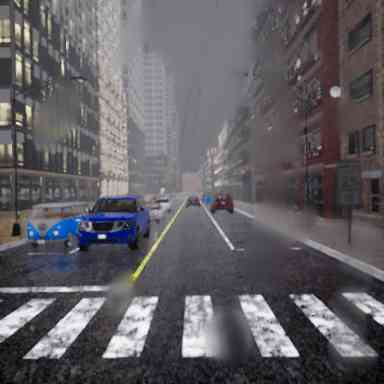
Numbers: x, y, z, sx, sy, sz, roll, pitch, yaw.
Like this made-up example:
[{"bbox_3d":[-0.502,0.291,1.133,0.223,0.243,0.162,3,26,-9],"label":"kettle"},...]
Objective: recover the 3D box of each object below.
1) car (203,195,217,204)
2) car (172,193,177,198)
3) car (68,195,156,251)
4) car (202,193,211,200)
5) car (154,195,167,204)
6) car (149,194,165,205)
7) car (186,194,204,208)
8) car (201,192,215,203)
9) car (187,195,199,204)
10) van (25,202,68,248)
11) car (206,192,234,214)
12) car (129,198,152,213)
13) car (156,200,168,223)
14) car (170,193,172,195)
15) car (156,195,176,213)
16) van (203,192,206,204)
[{"bbox_3d":[2.794,1.148,53.450,2.008,1.369,4.403,-1,0,0],"label":"car"},{"bbox_3d":[-5.493,1.136,92.326,1.802,1.307,4.206,-1,0,0],"label":"car"},{"bbox_3d":[-3.101,1.171,14.278,2.150,2.045,5.566,-1,0,0],"label":"car"},{"bbox_3d":[3.153,1.001,74.165,1.812,1.442,4.674,-1,0,0],"label":"car"},{"bbox_3d":[-5.573,1.264,58.851,1.752,1.417,4.829,-1,0,0],"label":"car"},{"bbox_3d":[-5.588,1.209,53.469,1.967,1.590,4.097,-1,0,0],"label":"car"},{"bbox_3d":[0.180,1.257,43.219,2.033,1.411,5.357,-1,0,0],"label":"car"},{"bbox_3d":[2.801,0.881,59.000,2.192,1.841,5.009,-1,0,0],"label":"car"},{"bbox_3d":[0.186,1.249,53.819,1.895,1.301,4.718,-1,0,0],"label":"car"},{"bbox_3d":[-5.680,1.342,14.613,1.690,1.788,3.998,-1,0,0],"label":"van"},{"bbox_3d":[2.737,1.043,31.246,2.192,1.841,5.009,-1,0,0],"label":"car"},{"bbox_3d":[-5.625,1.393,36.648,1.752,1.417,4.829,-1,0,0],"label":"car"},{"bbox_3d":[-3.060,1.491,23.990,1.895,1.301,4.718,-1,0,0],"label":"car"},{"bbox_3d":[-5.559,1.257,64.572,2.008,1.369,4.403,-1,0,0],"label":"car"},{"bbox_3d":[-3.026,1.354,34.258,1.812,1.442,4.674,-1,0,1],"label":"car"},{"bbox_3d":[2.776,0.970,47.899,1.690,1.788,3.998,-1,0,0],"label":"van"}]
